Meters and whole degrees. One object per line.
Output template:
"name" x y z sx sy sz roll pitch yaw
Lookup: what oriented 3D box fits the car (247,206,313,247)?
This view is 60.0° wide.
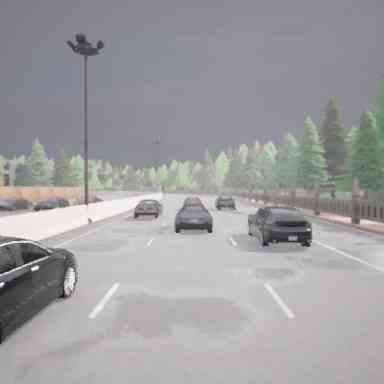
"car" 3.595 1.363 14.254 1.837 1.490 4.892 0 1 0

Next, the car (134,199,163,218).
"car" -3.410 1.282 26.592 2.033 1.411 5.357 0 1 0

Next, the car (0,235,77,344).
"car" -3.402 1.452 5.323 1.837 1.490 4.892 0 1 0

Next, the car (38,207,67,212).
"car" -14.107 1.210 33.868 2.033 1.411 5.357 0 1 0

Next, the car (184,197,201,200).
"car" 0.085 1.202 36.310 1.994 1.385 4.181 0 1 0

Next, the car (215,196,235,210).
"car" 3.586 1.130 36.284 2.128 1.511 4.902 0 1 0

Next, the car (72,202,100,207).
"car" -10.605 1.139 33.944 1.882 1.535 5.008 0 1 0

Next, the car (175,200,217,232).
"car" 0.093 1.378 18.555 1.994 1.385 4.181 0 1 0
